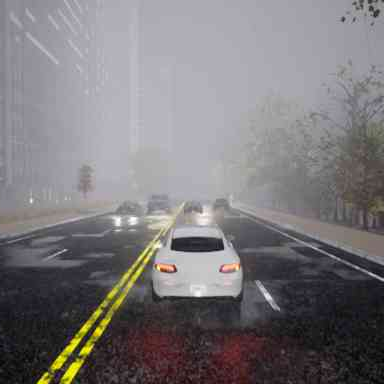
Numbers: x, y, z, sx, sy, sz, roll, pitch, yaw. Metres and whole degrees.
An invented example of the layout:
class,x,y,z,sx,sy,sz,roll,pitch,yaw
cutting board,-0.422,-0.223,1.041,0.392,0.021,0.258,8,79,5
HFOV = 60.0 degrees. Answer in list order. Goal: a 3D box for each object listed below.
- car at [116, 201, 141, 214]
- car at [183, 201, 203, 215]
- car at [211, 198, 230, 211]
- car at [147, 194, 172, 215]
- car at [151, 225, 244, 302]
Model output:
class,x,y,z,sx,sy,sz,roll,pitch,yaw
car,-6.547,1.575,34.711,1.895,1.301,4.718,0,0,0
car,0.116,1.576,33.837,1.895,1.301,4.718,0,0,0
car,3.368,1.476,39.413,1.837,1.490,4.892,0,0,0
car,-3.298,1.198,34.371,2.150,2.045,5.566,0,0,0
car,0.103,1.519,8.112,1.812,1.442,4.674,0,0,0
